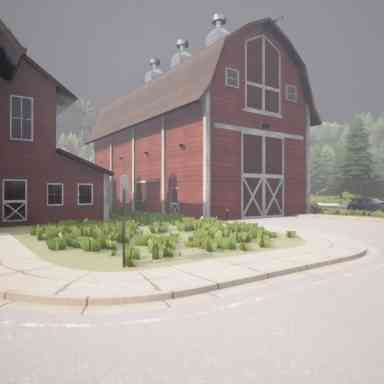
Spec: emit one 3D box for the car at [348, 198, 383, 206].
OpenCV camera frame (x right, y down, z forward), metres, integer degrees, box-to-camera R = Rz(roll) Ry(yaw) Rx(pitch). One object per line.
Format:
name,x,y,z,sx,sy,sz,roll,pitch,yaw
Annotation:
car,19.009,1.397,35.344,2.097,1.767,4.553,0,0,-34
